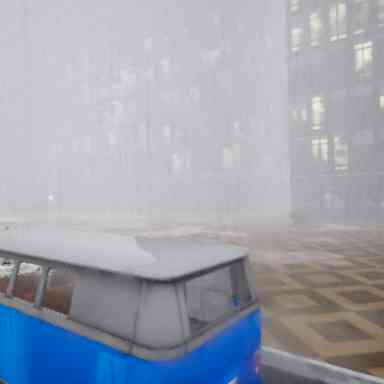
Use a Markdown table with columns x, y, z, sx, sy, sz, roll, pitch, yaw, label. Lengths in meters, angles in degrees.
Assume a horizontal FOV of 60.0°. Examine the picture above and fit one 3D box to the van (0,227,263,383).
| x | y | z | sx | sy | sz | roll | pitch | yaw | label |
| --- | --- | --- | --- | --- | --- | --- | --- | --- | --- |
| -1.216 | 1.368 | 3.758 | 3.998 | 1.788 | 1.690 | -1 | -1 | 36 | van |
